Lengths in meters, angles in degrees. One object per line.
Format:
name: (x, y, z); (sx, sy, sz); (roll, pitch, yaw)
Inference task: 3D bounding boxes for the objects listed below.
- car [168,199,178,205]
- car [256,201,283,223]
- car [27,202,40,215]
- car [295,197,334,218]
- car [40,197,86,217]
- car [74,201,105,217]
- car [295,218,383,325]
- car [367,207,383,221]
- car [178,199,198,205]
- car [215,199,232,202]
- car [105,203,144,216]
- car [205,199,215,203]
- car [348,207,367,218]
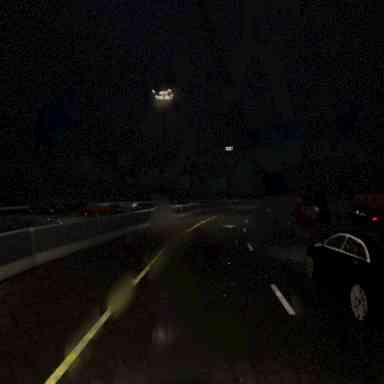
car: (-3.441, 2.238, 75.529); (2.033, 1.411, 5.357); (0, -1, 25)
car: (6.648, 1.640, 28.722); (2.097, 1.767, 4.553); (0, -1, 11)
car: (-16.621, 1.824, 37.898); (1.837, 1.490, 4.892); (0, -1, 13)
car: (10.011, 1.509, 27.901); (2.150, 2.045, 5.566); (0, -1, 11)
car: (-13.464, 1.529, 36.129); (2.150, 2.045, 5.566); (0, 0, 13)
car: (-10.078, 1.909, 35.213); (1.895, 1.301, 4.718); (0, -1, 13)
car: (3.902, 1.570, 7.186); (2.128, 1.511, 4.902); (0, 0, 3)
car: (7.525, 1.330, 9.556); (2.150, 2.045, 5.566); (0, -1, 4)
car: (-0.345, 2.233, 73.895); (2.033, 1.411, 5.357); (0, -1, 25)
car: (7.619, 2.235, 74.221); (2.128, 1.511, 4.902); (0, -1, 27)
car: (-6.612, 1.860, 34.788); (2.033, 1.411, 5.357); (0, -1, 13)
car: (4.544, 2.267, 75.895); (1.994, 1.385, 4.181); (0, -1, 27)
car: (12.776, 1.803, 23.718); (2.033, 1.411, 5.357); (0, -1, 10)
